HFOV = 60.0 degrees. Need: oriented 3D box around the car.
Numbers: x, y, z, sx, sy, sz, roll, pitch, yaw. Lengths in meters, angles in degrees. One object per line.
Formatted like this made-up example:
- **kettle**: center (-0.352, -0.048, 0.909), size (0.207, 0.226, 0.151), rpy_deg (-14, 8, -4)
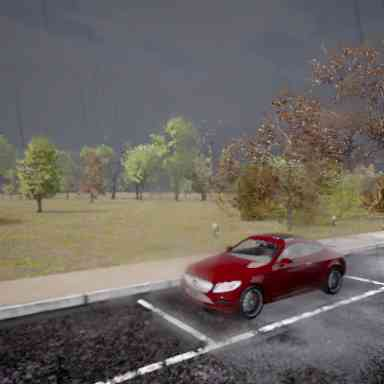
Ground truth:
- **car**: center (1.745, 1.606, 7.322), size (4.206, 1.307, 1.802), rpy_deg (0, 1, -35)
